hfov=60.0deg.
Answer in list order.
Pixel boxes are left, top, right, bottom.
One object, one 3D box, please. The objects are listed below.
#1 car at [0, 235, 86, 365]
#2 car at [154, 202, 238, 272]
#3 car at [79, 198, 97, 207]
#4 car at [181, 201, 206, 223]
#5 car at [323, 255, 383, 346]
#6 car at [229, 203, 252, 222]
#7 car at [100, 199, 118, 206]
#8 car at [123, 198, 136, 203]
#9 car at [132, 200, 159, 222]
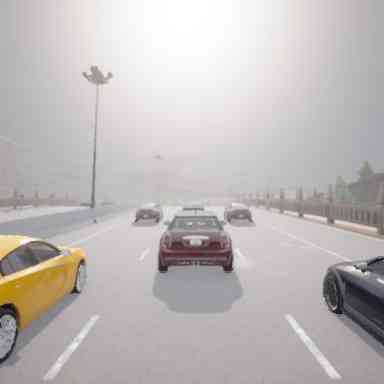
[{"bbox_3d":[-3.401,1.498,5.825,1.882,1.535,5.008,0,0,0],"label":"car"},{"bbox_3d":[0.108,1.388,11.099,2.097,1.767,4.553,0,0,0],"label":"car"},{"bbox_3d":[-17.497,1.758,56.349,1.837,1.490,4.892,0,-1,1],"label":"car"},{"bbox_3d":[0.125,1.564,27.672,1.882,1.535,5.008,0,0,0],"label":"car"},{"bbox_3d":[3.596,1.583,4.979,1.994,1.385,4.181,0,0,0],"label":"car"},{"bbox_3d":[3.623,1.609,26.669,1.812,1.442,4.674,0,0,0],"label":"car"},{"bbox_3d":[-14.000,1.852,56.158,1.895,1.301,4.718,0,-2,1],"label":"car"},{"bbox_3d":[-10.502,1.759,56.693,2.128,1.511,4.902,0,-2,0],"label":"car"},{"bbox_3d":[-3.377,1.609,26.687,1.812,1.442,4.674,0,0,0],"label":"car"}]
